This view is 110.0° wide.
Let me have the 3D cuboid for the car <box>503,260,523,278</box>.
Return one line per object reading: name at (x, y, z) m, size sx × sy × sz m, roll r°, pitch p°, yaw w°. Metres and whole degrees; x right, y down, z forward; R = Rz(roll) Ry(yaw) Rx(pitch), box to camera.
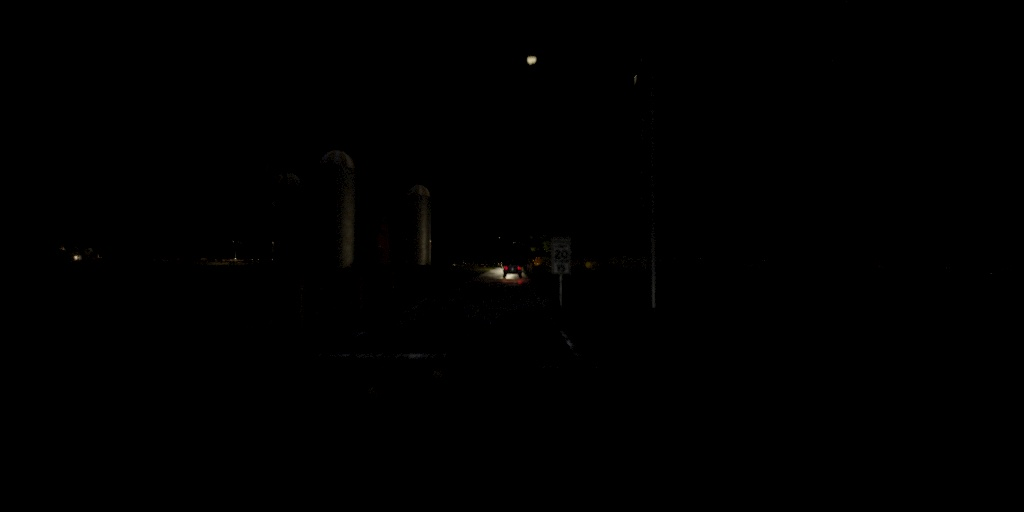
car at (0.066, 1.536, 42.670) m, size 2.150 × 2.045 × 5.566 m, roll 0°, pitch -1°, yaw 0°
